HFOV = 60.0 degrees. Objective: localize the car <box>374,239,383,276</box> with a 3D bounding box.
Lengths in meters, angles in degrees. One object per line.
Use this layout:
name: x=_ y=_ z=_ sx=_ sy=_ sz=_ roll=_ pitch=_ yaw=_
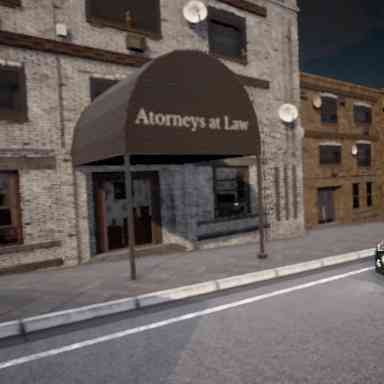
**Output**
car: x=6.781 y=1.299 z=8.712 sx=4.553 sy=1.767 sz=2.097 roll=0 pitch=0 yaw=-35
